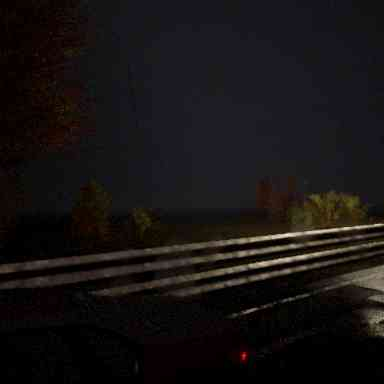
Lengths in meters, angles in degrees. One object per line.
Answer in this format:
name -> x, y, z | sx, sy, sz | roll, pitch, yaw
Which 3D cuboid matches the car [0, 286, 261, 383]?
car -> -1.905, 1.547, 2.324 | 5.357, 1.411, 2.033 | 0, 0, -35
